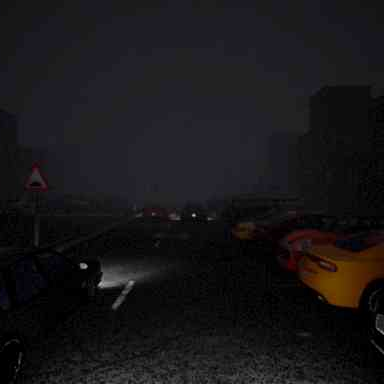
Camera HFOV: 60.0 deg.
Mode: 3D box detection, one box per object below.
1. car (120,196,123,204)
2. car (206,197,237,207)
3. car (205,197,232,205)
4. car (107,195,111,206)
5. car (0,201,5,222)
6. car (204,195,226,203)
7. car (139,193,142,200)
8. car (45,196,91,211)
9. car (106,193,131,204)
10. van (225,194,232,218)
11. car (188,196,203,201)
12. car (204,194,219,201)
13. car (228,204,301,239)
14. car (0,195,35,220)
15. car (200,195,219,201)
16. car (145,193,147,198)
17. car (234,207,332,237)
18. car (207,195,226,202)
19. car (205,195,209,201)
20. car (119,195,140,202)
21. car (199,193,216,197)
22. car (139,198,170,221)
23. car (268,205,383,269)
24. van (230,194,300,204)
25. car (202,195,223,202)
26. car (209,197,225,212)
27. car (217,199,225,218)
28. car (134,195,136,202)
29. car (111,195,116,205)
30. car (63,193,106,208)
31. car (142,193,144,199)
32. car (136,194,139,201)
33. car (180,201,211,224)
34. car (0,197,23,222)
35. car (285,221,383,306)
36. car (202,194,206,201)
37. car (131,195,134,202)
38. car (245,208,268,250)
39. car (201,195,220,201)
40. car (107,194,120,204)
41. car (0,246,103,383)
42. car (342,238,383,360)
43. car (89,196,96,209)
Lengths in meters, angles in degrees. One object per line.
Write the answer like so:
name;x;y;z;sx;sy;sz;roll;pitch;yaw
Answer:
car;-15.563;1.591;60.320;4.674;1.452;2.002;0;0;0
car;4.742;1.571;53.854;4.792;1.488;2.163;0;0;0
car;4.700;1.573;59.412;4.792;1.488;2.163;0;0;0
car;-15.550;1.598;51.917;4.674;1.452;2.002;0;0;0
car;-15.517;1.547;21.835;5.008;1.535;2.097;0;0;0
car;4.793;1.433;70.562;4.553;1.767;2.185;0;0;0
car;-15.390;1.572;79.624;5.366;1.575;1.946;0;0;0
car;-15.512;1.595;41.015;4.792;1.488;2.163;0;0;0
car;-15.538;1.300;65.834;5.566;2.045;2.435;0;0;0
van;4.821;1.289;23.287;4.442;1.987;1.878;0;0;0
car;0.091;1.619;42.343;1.994;1.385;4.181;0;0;0
car;4.711;1.540;51.198;5.008;1.535;2.097;0;0;0
car;4.521;1.499;14.948;5.366;1.575;1.946;0;0;0
car;-15.556;1.306;27.227;5.566;2.045;2.435;0;0;0
car;4.811;1.620;89.980;5.008;1.535;2.097;0;0;0
car;-15.594;1.645;90.652;4.792;1.488;2.163;0;0;0
car;4.708;1.547;17.727;4.674;1.452;2.002;0;0;0
car;4.694;1.537;42.743;4.892;1.521;2.231;0;0;0
car;4.705;1.537;45.523;5.008;1.535;2.097;0;0;0
car;-15.543;1.613;82.381;4.792;1.488;2.163;0;0;0
car;4.781;1.302;67.750;5.566;2.045;2.435;0;0;0
car;-2.910;1.518;27.560;1.882;1.535;5.008;0;0;0
car;4.739;1.366;9.390;4.553;1.767;2.185;0;0;0
van;4.822;1.285;20.507;4.442;1.987;1.878;0;0;0
car;4.792;1.581;78.989;4.892;1.521;2.231;0;0;0
car;4.672;1.561;37.184;4.792;1.488;2.163;0;0;0
car;4.698;1.520;26.066;4.892;1.521;2.231;0;0;0
car;-15.604;1.591;74.104;4.792;1.488;2.163;0;0;0
car;-15.553;1.595;54.805;4.674;1.452;2.002;0;0;0
car;-15.519;1.311;46.532;5.566;2.045;2.435;0;0;0
car;-15.541;1.622;85.137;4.792;1.488;2.163;0;0;0
car;-15.763;1.564;76.861;5.366;1.575;1.946;0;0;0
car;0.111;1.600;25.176;1.994;1.385;4.181;0;0;0
car;-15.556;1.427;24.592;4.553;1.767;2.185;0;0;0
car;4.704;1.487;6.608;5.008;1.535;2.097;0;0;0
car;4.906;1.539;56.631;5.366;1.575;1.946;0;0;0
car;-15.757;1.554;71.346;5.366;1.575;1.946;0;0;0
car;4.702;1.496;12.169;5.008;1.535;2.097;0;0;0
car;4.815;1.609;87.201;4.892;1.521;2.231;0;0;0
car;-15.553;1.552;57.562;5.008;1.535;2.097;0;0;0
car;-2.902;1.552;4.996;2.033;1.411;5.357;0;0;0
car;4.715;1.485;3.832;4.892;1.521;2.231;0;0;0
car;-15.547;1.605;43.773;4.674;1.452;2.002;0;0;0
